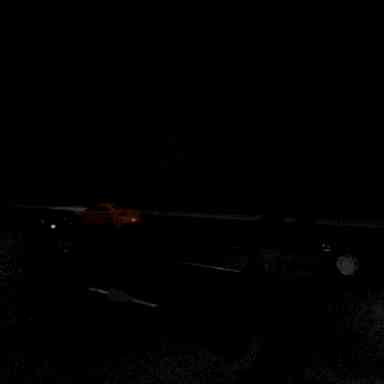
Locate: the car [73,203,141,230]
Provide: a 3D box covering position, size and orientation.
[{"bbox_3d":[-5.410,1.439,20.750,5.008,1.535,1.882,0,0,36],"label":"car"}]

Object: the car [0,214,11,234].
[{"bbox_3d":[-11.082,1.557,16.197,4.718,1.301,1.895,0,0,35],"label":"car"}]

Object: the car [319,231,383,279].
[{"bbox_3d":[5.869,1.478,8.405,5.008,1.535,1.882,0,0,36],"label":"car"}]

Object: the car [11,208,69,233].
[{"bbox_3d":[-9.283,1.557,19.212,4.718,1.301,1.895,0,0,35],"label":"car"}]
